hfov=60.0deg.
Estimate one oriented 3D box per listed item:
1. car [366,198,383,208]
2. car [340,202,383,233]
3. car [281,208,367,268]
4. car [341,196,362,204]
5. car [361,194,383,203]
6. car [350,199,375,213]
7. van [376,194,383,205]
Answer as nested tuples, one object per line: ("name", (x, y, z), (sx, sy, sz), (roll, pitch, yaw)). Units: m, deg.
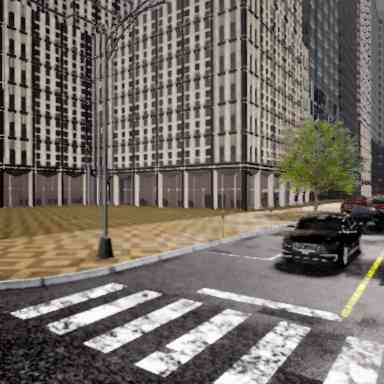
("car", (25.569, 1.523, 46.508), (1.802, 1.307, 4.206), (0, 0, 35))
("car", (10.254, 1.552, 19.728), (1.994, 1.385, 4.181), (0, 0, 35))
("car", (4.644, 1.500, 11.611), (1.837, 1.490, 4.892), (0, 0, 35))
("car", (15.864, 1.287, 32.440), (2.192, 1.841, 5.009), (0, 0, 35))
("car", (15.925, 1.330, 27.934), (2.097, 1.767, 4.553), (0, 0, 34))
("car", (19.100, 1.529, 37.129), (1.947, 1.339, 4.313), (0, 0, 35))
("van", (32.039, 1.256, 55.890), (1.690, 1.788, 3.998), (0, 0, 35))
